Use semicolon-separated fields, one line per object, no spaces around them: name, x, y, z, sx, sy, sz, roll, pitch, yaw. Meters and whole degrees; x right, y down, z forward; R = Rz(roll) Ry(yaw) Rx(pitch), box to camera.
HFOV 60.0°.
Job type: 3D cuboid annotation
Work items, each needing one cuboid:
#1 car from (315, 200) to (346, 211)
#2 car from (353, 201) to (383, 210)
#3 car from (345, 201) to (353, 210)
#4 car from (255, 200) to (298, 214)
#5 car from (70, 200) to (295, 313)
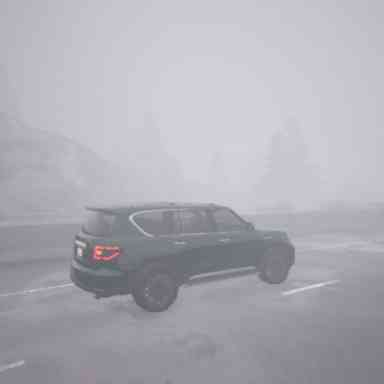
car;15.874;1.610;36.950;4.902;1.511;2.128;0;0;-23
car;17.239;1.596;29.871;4.892;1.490;1.837;1;-1;-24
car;18.489;1.631;34.272;4.674;1.442;1.812;0;0;-23
car;9.639;1.654;37.897;4.674;1.442;1.812;0;0;-25
car;0.038;1.252;7.968;5.566;2.045;2.150;0;0;-35
